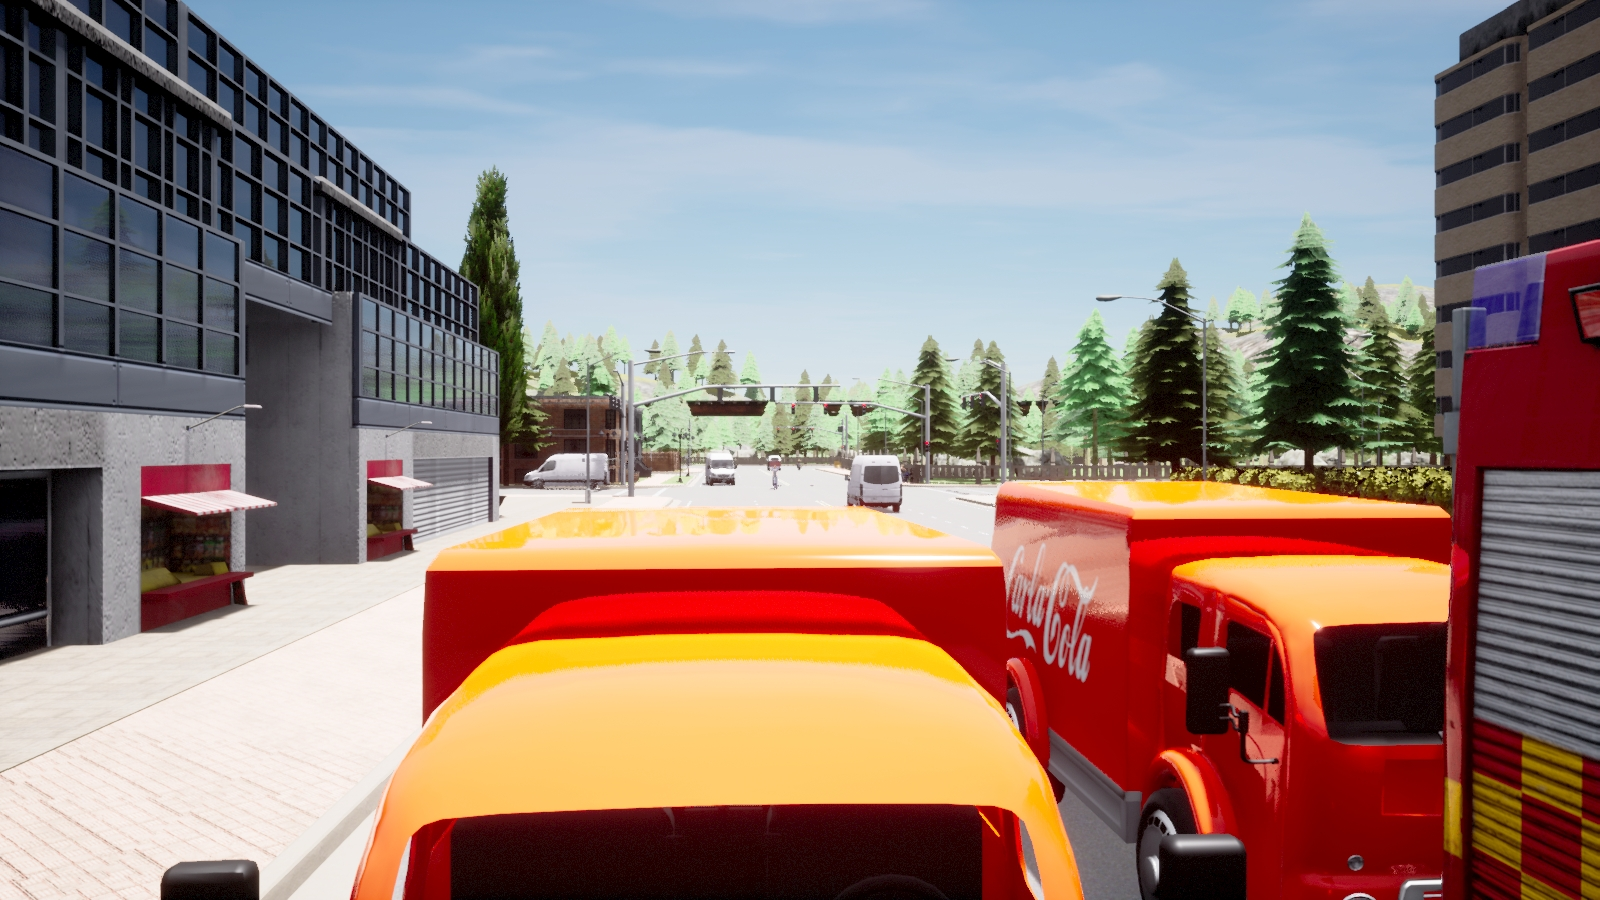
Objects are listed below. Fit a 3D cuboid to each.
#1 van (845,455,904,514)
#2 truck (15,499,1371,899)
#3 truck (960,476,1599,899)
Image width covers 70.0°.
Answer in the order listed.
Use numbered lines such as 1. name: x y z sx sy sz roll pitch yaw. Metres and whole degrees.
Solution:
1. van: 3.411 1.534 53.444 1.988 2.561 5.915 0 0 -4
2. truck: -0.347 1.565 4.822 2.627 2.467 5.204 0 0 -4
3. truck: 2.957 1.544 7.845 2.627 2.467 5.204 0 2 -4
